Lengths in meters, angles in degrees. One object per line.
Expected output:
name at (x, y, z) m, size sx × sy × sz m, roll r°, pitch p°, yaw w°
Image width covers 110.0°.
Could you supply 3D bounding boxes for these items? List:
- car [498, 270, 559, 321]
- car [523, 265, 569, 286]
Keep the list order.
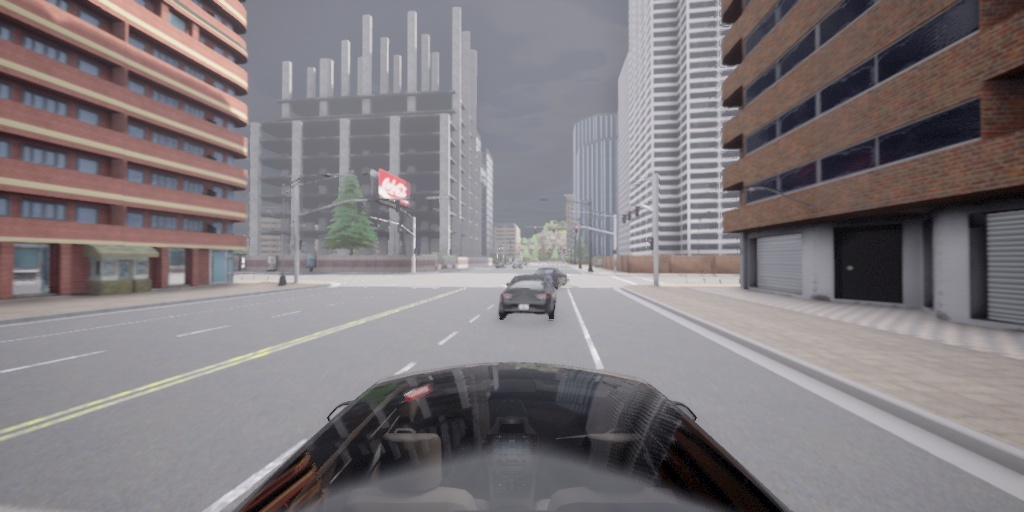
car at (0.677, 1.389, 13.035) m, size 1.812 × 1.442 × 4.674 m, roll 0°, pitch -1°, yaw 8°
car at (2.696, 1.536, 25.599) m, size 2.033 × 1.411 × 5.357 m, roll 0°, pitch -1°, yaw 20°
